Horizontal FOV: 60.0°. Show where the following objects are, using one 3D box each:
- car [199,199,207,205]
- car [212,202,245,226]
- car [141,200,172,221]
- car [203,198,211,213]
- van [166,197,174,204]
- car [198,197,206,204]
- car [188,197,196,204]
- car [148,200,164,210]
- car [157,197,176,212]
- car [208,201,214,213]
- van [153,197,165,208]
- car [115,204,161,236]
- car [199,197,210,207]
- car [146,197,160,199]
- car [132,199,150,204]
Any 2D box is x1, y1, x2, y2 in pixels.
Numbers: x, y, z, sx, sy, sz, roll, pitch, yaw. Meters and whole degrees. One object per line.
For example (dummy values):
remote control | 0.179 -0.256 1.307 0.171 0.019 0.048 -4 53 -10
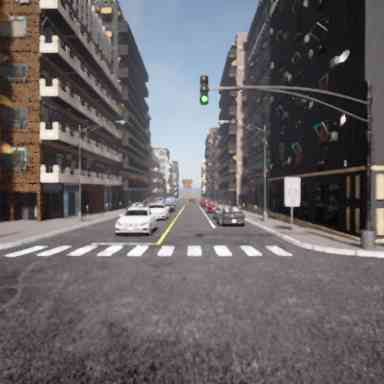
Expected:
car | 2.666 2.316 80.648 1.802 1.307 4.206 -1 -1 0
car | 2.802 1.694 24.335 2.008 1.369 4.403 -1 -1 0
car | -3.105 1.729 29.639 1.812 1.442 4.674 0 -1 0
car | 2.688 1.856 41.129 1.887 1.381 4.507 -1 -1 0
van | -5.687 2.151 86.383 1.690 1.788 3.998 -1 -1 0
car | 2.662 2.237 86.280 1.967 1.590 4.097 -1 -1 0
car | -0.010 2.299 88.427 1.882 1.535 5.008 0 -1 0
car | -5.678 1.992 52.589 2.008 1.369 4.403 -1 -1 0
car | -3.088 1.831 43.472 2.128 1.511 4.902 0 0 0
car | 2.793 1.748 29.865 2.008 1.369 4.403 -1 -1 0
van | -5.684 1.842 58.223 1.690 1.788 3.998 -1 -1 0
car | -3.115 1.630 19.349 1.812 1.442 4.674 0 -1 1
car | 2.668 2.033 58.123 1.887 1.381 4.507 -1 -1 0
car | -5.682 1.697 46.959 2.192 1.841 5.009 -1 -1 0
car | -5.847 1.818 35.692 2.008 1.369 4.403 -1 -1 0
